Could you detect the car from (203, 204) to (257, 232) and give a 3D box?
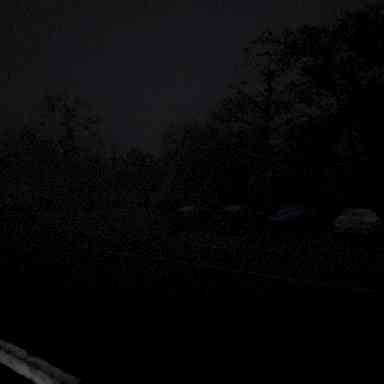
[{"bbox_3d":[3.086,1.479,20.338,2.231,1.521,4.892,0,0,36],"label":"car"}]

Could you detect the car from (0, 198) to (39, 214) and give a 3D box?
[{"bbox_3d":[-19.361,1.424,36.418,2.185,1.767,4.553,0,0,35],"label":"car"}]

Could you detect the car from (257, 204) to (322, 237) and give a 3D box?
[{"bbox_3d":[5.756,1.469,18.444,2.097,1.535,5.008,0,0,36],"label":"car"}]

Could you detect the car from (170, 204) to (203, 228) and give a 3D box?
[{"bbox_3d":[0.422,1.526,22.244,2.002,1.452,4.674,0,0,36],"label":"car"}]

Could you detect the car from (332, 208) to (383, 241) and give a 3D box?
[{"bbox_3d":[8.313,1.501,16.607,2.002,1.452,4.674,0,0,36],"label":"car"}]
